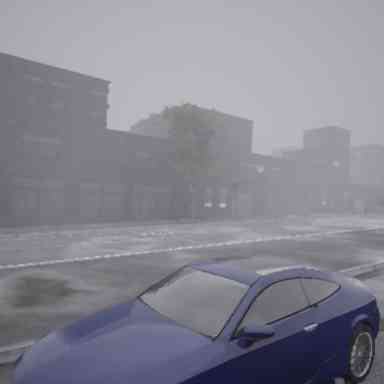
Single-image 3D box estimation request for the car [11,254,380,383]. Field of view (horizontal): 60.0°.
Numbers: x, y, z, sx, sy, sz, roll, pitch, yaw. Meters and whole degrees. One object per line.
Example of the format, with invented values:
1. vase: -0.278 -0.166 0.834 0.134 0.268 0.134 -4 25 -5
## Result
1. car: 0.481 1.553 3.941 4.674 1.442 1.812 1 0 -37
